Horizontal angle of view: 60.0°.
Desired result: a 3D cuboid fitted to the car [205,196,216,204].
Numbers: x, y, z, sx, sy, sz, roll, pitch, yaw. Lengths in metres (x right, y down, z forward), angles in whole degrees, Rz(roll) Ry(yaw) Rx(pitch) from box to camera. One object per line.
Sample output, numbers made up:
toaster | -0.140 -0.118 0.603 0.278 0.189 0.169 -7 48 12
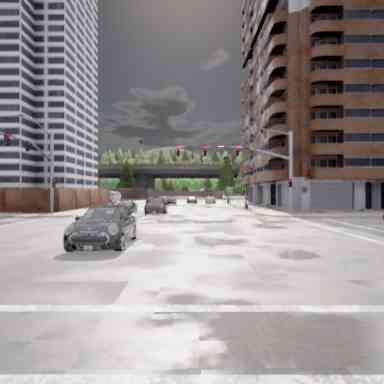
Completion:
car | 3.494 1.495 63.297 1.812 1.442 4.674 0 0 0

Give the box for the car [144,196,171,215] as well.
car | -3.601 1.336 33.986 2.097 1.767 4.553 0 0 0

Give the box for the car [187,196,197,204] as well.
car | -0.006 1.533 63.295 1.994 1.385 4.181 0 0 0

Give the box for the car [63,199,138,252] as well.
car | -3.603 1.345 13.793 2.097 1.767 4.553 0 0 0

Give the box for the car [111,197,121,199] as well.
car | -7.100 1.546 36.335 1.994 1.385 4.181 0 0 0

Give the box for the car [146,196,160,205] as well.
car | -7.032 1.518 60.434 2.033 1.411 5.357 0 0 0

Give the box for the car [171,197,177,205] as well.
car | -3.566 1.520 56.612 2.033 1.411 5.357 0 0 0
